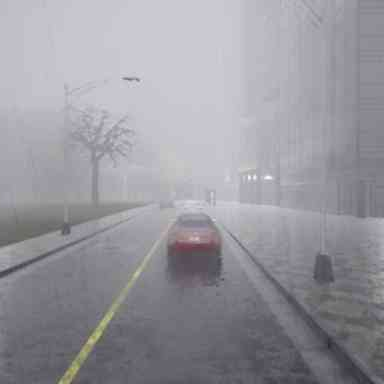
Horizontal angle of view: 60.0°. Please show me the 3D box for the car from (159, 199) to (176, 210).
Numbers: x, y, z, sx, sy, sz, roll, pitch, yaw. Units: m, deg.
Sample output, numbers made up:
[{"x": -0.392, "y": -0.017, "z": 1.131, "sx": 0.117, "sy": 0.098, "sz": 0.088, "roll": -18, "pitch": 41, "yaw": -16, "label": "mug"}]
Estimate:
[{"x": -3.094, "y": 1.589, "z": 41.764, "sx": 1.895, "sy": 1.301, "sz": 4.718, "roll": 0, "pitch": 0, "yaw": 0, "label": "car"}]

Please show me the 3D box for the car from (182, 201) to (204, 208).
[{"x": 0.088, "y": 1.495, "z": 28.945, "sx": 1.812, "sy": 1.442, "sz": 4.674, "roll": 0, "pitch": 0, "yaw": 0, "label": "car"}]

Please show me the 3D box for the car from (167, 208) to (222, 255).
[{"x": 0.087, "y": 1.550, "z": 13.227, "sx": 1.994, "sy": 1.385, "sz": 4.181, "roll": 0, "pitch": 0, "yaw": 0, "label": "car"}]
